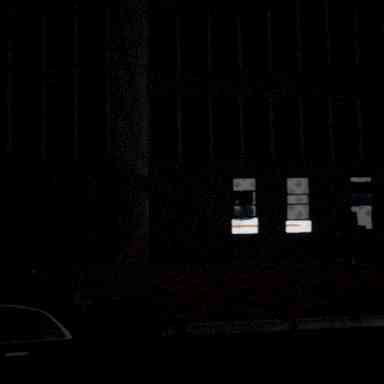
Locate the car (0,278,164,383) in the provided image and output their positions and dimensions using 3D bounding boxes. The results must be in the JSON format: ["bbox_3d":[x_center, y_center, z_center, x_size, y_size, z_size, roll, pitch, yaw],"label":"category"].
[{"bbox_3d":[-2.537,1.757,3.823,4.403,1.369,2.008,-1,-2,-5],"label":"car"}]
